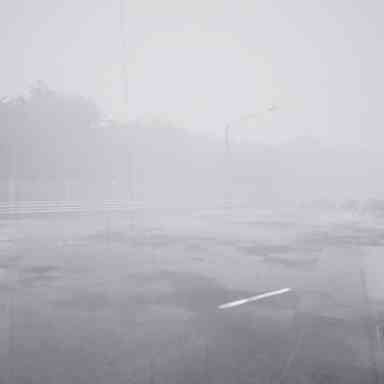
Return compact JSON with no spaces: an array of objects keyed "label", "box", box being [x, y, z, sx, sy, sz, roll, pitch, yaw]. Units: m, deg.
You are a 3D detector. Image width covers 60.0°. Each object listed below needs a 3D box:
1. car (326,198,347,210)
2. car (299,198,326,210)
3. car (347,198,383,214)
[{"label":"car","box":[18.470,1.426,39.250,4.902,1.511,2.128,0,0,-37]},{"label":"car","box":[15.397,1.449,41.336,4.718,1.301,1.895,-3,1,-37]},{"label":"car","box":[19.046,1.434,35.301,4.902,1.511,2.128,0,0,-37]}]
